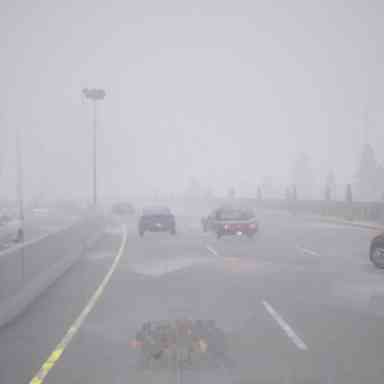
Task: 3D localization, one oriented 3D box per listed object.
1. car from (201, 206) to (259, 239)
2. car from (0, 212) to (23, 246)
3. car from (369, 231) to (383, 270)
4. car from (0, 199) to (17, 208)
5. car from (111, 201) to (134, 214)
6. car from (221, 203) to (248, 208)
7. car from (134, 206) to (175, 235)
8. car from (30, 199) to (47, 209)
[{"bbox_3d":[1.777,1.611,17.457,1.895,1.301,4.718,0,0,-10],"label":"car"},{"bbox_3d":[-8.397,1.587,13.587,1.812,1.442,4.674,0,0,-10],"label":"car"},{"bbox_3d":[6.507,1.329,8.182,2.097,1.767,4.553,0,0,-5],"label":"car"},{"bbox_3d":[-29.968,1.900,54.091,2.033,1.411,5.357,-1,0,-38],"label":"car"},{"bbox_3d":[-7.677,1.674,36.886,1.994,1.385,4.181,-1,0,-22],"label":"car"},{"bbox_3d":[3.216,1.564,26.902,2.033,1.411,5.357,0,0,-15],"label":"car"},{"bbox_3d":[-2.162,1.514,19.182,1.882,1.535,5.008,0,0,-11],"label":"car"},{"bbox_3d":[-23.858,1.775,51.644,2.128,1.511,4.902,0,0,-34],"label":"car"}]
